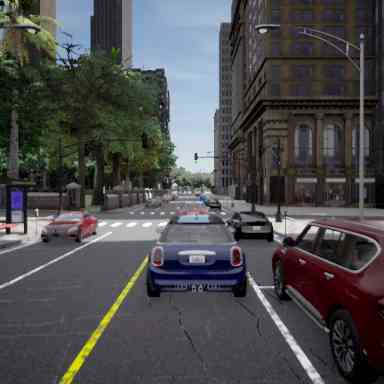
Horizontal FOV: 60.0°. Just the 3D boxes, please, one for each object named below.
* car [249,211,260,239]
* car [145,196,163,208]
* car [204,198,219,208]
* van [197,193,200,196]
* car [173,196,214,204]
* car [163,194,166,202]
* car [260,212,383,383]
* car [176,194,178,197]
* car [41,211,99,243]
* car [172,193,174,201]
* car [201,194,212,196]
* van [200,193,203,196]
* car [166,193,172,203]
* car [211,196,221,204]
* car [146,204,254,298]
[{"bbox_3d":[2.752,1.578,16.203,1.947,1.339,4.313,0,0,0],"label":"car"},{"bbox_3d":[-5.788,1.575,48.076,2.008,1.369,4.403,0,0,0],"label":"car"},{"bbox_3d":[2.738,1.590,48.060,1.947,1.339,4.313,0,0,0],"label":"car"},{"bbox_3d":[2.723,1.359,80.582,1.690,1.788,3.998,0,0,0],"label":"van"},{"bbox_3d":[0.091,1.372,21.465,2.097,1.767,4.553,0,0,0],"label":"car"},{"bbox_3d":[-5.791,1.465,53.496,1.967,1.590,4.097,0,0,0],"label":"car"},{"bbox_3d":[2.756,1.320,5.352,2.192,1.841,5.009,0,0,0],"label":"car"},{"bbox_3d":[-5.808,1.326,91.439,2.192,1.841,5.009,0,0,0],"label":"car"},{"bbox_3d":[-5.774,1.594,16.217,1.802,1.307,4.206,0,0,0],"label":"car"},{"bbox_3d":[-5.801,1.336,75.178,2.192,1.841,5.009,0,0,0],"label":"car"},{"bbox_3d":[2.735,1.550,53.650,1.752,1.417,4.829,0,0,0],"label":"car"},{"bbox_3d":[2.732,1.366,58.901,1.690,1.788,3.998,0,0,0],"label":"van"},{"bbox_3d":[-5.798,1.463,69.757,1.967,1.590,4.097,0,0,0],"label":"car"},{"bbox_3d":[2.740,1.588,42.640,1.947,1.339,4.313,0,0,0],"label":"car"},{"bbox_3d":[0.098,1.358,8.717,2.097,1.767,4.553,0,0,0],"label":"car"}]
